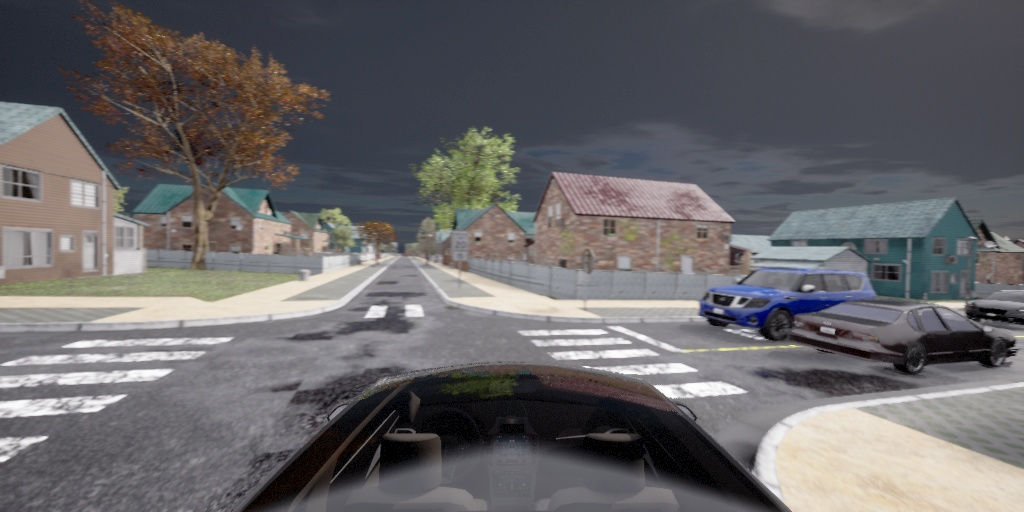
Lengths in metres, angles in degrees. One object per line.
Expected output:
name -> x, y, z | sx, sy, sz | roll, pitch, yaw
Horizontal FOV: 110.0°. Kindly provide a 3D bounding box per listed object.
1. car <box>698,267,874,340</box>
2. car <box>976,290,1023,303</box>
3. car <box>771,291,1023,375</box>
car -> 8.721, 1.377, 11.318 | 5.566, 2.045, 2.150 | 2, 1, -17
car -> 21.889, 2.240, 15.334 | 4.892, 1.490, 1.837 | 2, 1, -17
car -> 9.228, 1.762, 8.503 | 5.357, 1.411, 2.033 | 2, 1, -17
